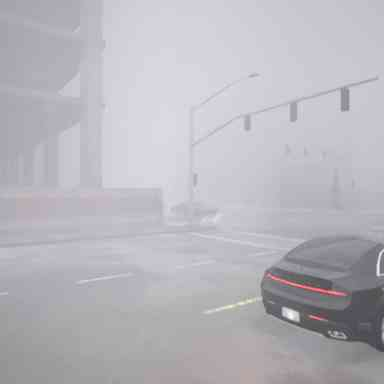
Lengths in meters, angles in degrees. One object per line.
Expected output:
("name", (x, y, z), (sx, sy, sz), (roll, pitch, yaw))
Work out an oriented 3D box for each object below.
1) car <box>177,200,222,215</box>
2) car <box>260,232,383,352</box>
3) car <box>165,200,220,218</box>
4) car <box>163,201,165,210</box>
("car", (0.701, 1.585, 35.962), (2.033, 1.411, 5.357), (0, 0, -36))
("car", (3.400, 1.517, 6.218), (4.892, 1.490, 1.837), (0, 0, -35))
("car", (0.044, 1.579, 30.918), (2.033, 1.411, 5.357), (0, 0, -36))
("car", (-5.026, 1.542, 43.844), (1.837, 1.490, 4.892), (0, 0, -36))
